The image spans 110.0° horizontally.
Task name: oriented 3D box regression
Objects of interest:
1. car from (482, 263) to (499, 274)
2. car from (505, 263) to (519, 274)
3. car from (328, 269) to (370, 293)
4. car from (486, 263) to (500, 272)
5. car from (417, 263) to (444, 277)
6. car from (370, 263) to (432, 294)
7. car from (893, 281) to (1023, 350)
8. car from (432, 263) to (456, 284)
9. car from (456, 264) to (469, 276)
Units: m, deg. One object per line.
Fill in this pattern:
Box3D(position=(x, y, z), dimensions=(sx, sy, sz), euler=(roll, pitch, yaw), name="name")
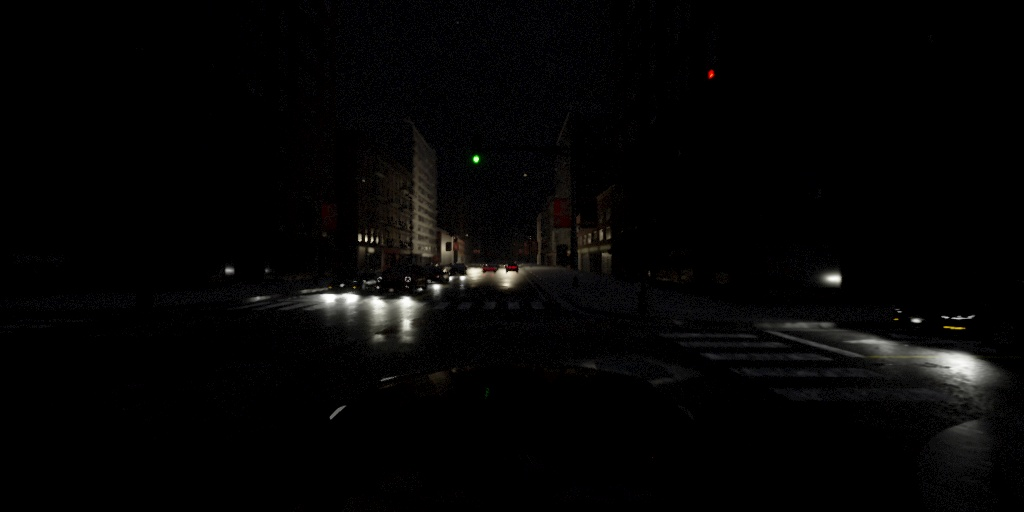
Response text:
Box3D(position=(-3.254, 1.853, 52.243), dimensions=(1.895, 1.301, 4.718), euler=(0, -1, 0), name="car")
Box3D(position=(-0.004, 1.751, 51.798), dimensions=(1.837, 1.490, 4.892), euler=(0, -1, 0), name="car")
Box3D(position=(-9.851, 1.529, 22.780), dimensions=(1.994, 1.385, 4.181), euler=(0, -1, 0), name="car")
Box3D(position=(-3.255, 1.897, 62.216), dimensions=(2.033, 1.411, 5.357), euler=(0, -1, 0), name="car")
Box3D(position=(-9.845, 1.662, 43.710), dimensions=(2.128, 1.511, 4.902), euler=(0, -1, 0), name="car")
Box3D(position=(-6.601, 1.307, 21.882), dimensions=(2.097, 1.767, 4.553), euler=(0, -1, 0), name="car")
Box3D(position=(12.455, 1.362, 8.843), dimensions=(4.892, 1.490, 1.837), euler=(0, -1, 2), name="car")
Box3D(position=(-6.603, 1.596, 31.347), dimensions=(2.033, 1.411, 5.357), euler=(0, -1, 0), name="car")
Box3D(position=(-6.590, 1.706, 44.756), dimensions=(1.812, 1.442, 4.674), euler=(0, -1, 0), name="car")
